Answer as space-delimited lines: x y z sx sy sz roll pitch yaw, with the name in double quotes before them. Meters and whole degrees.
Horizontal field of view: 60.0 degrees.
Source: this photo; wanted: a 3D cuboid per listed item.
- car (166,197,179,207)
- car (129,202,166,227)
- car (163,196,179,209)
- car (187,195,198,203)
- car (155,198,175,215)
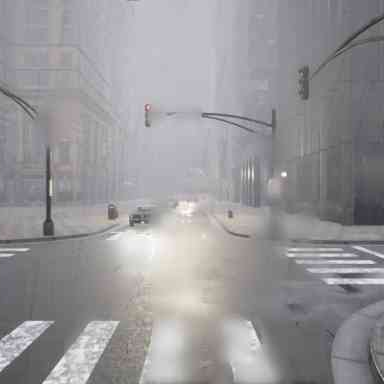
"car" -3.064 1.531 53.145 1.812 1.442 4.674 0 0 1
"car" -3.105 1.601 23.160 1.895 1.301 4.718 0 0 0
"car" -3.106 1.354 43.104 2.097 1.767 4.553 0 0 0
"car" 0.084 1.366 69.632 2.097 1.767 4.553 0 0 0
"car" -3.101 1.564 33.102 1.994 1.385 4.181 0 0 0
